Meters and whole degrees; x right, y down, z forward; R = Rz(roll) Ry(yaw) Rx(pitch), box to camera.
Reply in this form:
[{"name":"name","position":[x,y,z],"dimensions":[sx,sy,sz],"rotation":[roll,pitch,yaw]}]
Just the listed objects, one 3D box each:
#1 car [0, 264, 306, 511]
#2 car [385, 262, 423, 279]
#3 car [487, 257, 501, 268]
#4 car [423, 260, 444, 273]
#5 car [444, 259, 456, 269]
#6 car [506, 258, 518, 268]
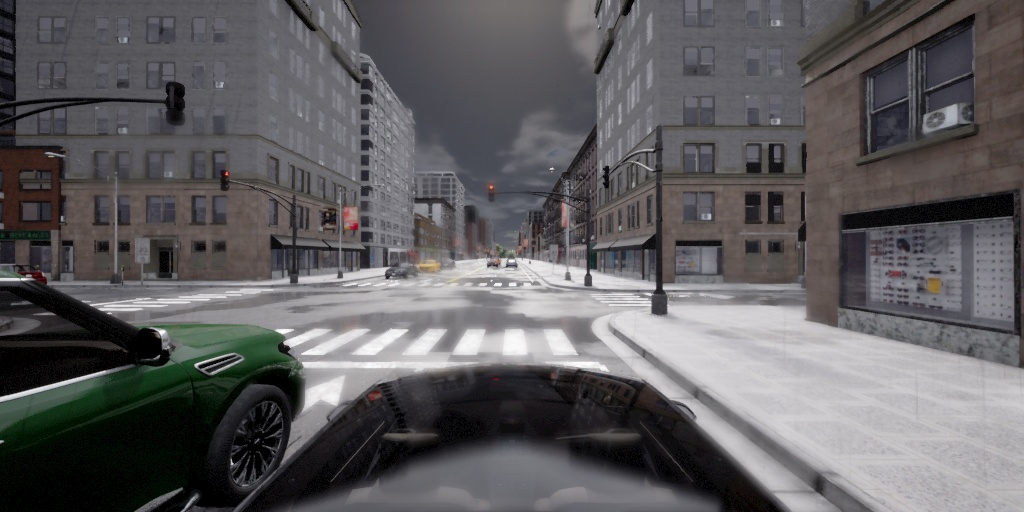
[{"name":"car","position":[-3.148,0.971,1.232],"dimensions":[2.150,2.045,5.566],"rotation":[0,0,0]},{"name":"car","position":[-9.871,1.276,32.444],"dimensions":[1.812,1.442,4.674],"rotation":[0,0,2]},{"name":"car","position":[-3.302,1.342,61.892],"dimensions":[1.895,1.301,4.718],"rotation":[0,0,0]},{"name":"car","position":[-9.876,1.226,42.860],"dimensions":[1.882,1.535,5.008],"rotation":[0,0,0]},{"name":"car","position":[-9.881,1.236,55.687],"dimensions":[2.128,1.511,4.902],"rotation":[0,0,0]},{"name":"car","position":[-0.052,1.305,61.865],"dimensions":[1.994,1.385,4.181],"rotation":[0,0,0]}]
